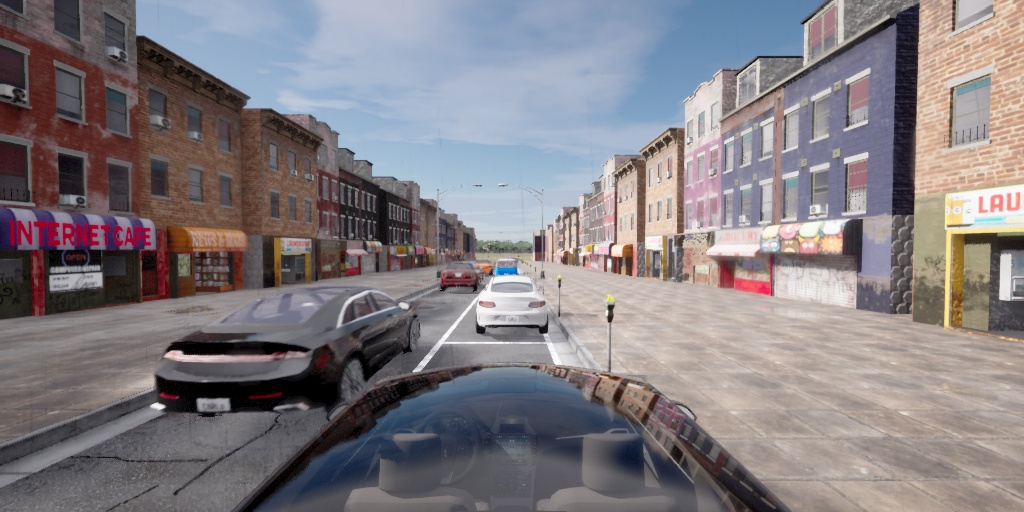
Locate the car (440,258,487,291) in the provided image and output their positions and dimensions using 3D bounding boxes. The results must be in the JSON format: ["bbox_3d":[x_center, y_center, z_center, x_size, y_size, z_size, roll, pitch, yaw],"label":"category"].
[{"bbox_3d":[-2.920,1.094,21.703,2.097,1.767,4.553,0,0,0],"label":"car"}]

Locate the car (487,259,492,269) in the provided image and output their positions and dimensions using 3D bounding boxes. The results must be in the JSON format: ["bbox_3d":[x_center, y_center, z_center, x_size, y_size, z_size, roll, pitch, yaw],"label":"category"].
[{"bbox_3d":[-3.017,1.089,38.049,2.097,1.767,4.553,0,0,0],"label":"car"}]

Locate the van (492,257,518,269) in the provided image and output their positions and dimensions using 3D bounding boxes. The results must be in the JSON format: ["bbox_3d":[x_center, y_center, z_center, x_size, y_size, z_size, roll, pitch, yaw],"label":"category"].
[{"bbox_3d":[-0.382,1.081,27.392,1.690,1.789,3.998,0,0,0],"label":"van"}]

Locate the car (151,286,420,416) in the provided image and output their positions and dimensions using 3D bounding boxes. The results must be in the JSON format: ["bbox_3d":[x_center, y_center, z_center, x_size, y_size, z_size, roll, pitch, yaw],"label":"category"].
[{"bbox_3d":[-2.920,1.240,5.932,2.128,1.511,4.902,0,0,0],"label":"car"}]

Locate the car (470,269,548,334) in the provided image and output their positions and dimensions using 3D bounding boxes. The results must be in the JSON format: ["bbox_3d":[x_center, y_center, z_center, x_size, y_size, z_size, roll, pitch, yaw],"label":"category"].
[{"bbox_3d":[0.004,1.272,10.502,1.812,1.442,4.674,0,0,0],"label":"car"}]
